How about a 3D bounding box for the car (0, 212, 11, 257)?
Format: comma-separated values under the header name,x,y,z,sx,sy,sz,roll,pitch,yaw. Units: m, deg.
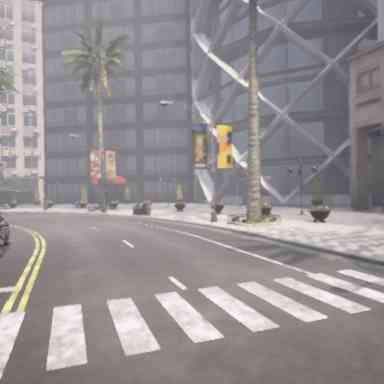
name,x,y,z,sx,sy,sz,roll,pitch,yaw
car,-8.301,1.608,13.008,2.128,1.511,4.902,-1,0,-24
